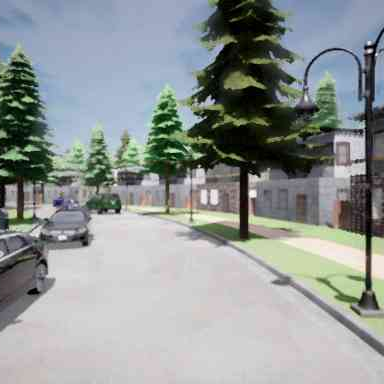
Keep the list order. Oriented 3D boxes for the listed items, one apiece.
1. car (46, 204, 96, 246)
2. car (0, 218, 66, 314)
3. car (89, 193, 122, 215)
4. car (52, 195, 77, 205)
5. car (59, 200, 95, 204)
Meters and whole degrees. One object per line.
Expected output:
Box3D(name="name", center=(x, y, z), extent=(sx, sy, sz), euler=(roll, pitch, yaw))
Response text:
Box3D(name="car", center=(-5.516, 1.490, 15.015), extent=(1.812, 1.442, 4.674), euler=(0, 0, -14))
Box3D(name="car", center=(-4.054, 1.478, 5.794), extent=(2.128, 1.511, 4.902), euler=(0, 0, -5))
Box3D(name="car", center=(-8.979, 1.140, 33.802), extent=(2.150, 2.045, 5.566), euler=(0, 0, -34))
Box3D(name="car", center=(-16.910, 1.245, 44.411), extent=(2.097, 1.767, 4.553), euler=(0, 0, -43))
Box3D(name="car", center=(-8.626, 1.542, 24.651), extent=(1.895, 1.301, 4.718), euler=(0, 0, -22))
